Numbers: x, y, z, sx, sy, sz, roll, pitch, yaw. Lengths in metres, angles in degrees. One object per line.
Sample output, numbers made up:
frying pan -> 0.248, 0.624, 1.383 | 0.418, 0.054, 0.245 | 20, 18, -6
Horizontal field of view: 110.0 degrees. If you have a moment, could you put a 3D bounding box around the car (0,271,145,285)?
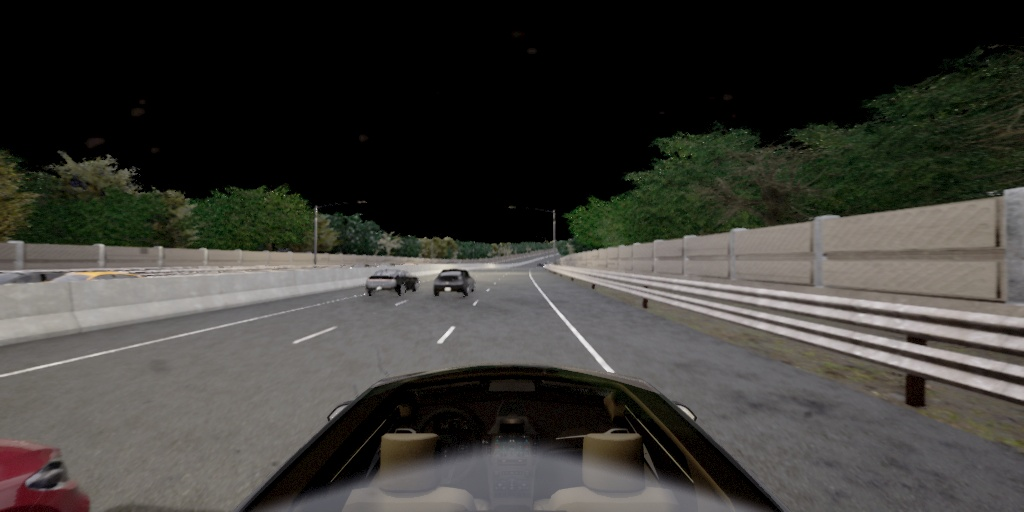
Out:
car -> -17.558, 1.400, 14.892 | 1.882, 1.535, 5.008 | 0, -1, 0

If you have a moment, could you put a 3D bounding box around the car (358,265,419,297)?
car -> -6.804, 1.494, 20.836 | 2.128, 1.511, 4.902 | 0, -1, 1

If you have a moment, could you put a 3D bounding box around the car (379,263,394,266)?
car -> -19.982, 1.863, 57.096 | 2.097, 1.767, 4.553 | 0, -1, 3

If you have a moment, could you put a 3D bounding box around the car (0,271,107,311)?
car -> -21.055, 1.433, 15.348 | 1.837, 1.490, 4.892 | 0, -1, 0

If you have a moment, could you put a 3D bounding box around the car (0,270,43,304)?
car -> -24.554, 1.420, 15.478 | 2.128, 1.511, 4.902 | 0, -1, 0

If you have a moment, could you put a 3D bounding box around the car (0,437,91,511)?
car -> -3.401, 1.253, 0.103 | 1.812, 1.442, 4.674 | 0, -1, 0

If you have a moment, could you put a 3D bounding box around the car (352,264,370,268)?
car -> -23.525, 1.996, 56.156 | 1.837, 1.490, 4.892 | 0, -1, 3

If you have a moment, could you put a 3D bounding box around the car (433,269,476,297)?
car -> -3.301, 1.510, 21.018 | 1.837, 1.490, 4.892 | 0, -1, 1
